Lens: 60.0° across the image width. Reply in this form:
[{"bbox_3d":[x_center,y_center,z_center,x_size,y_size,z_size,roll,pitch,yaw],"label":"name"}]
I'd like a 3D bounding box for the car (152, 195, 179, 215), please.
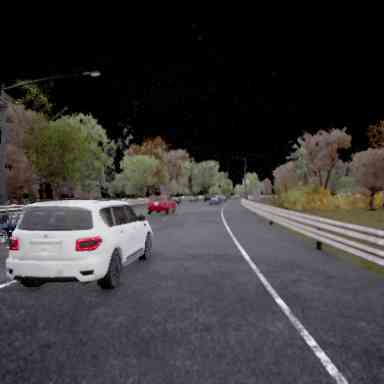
[{"bbox_3d":[-3.211,1.349,35.931,2.150,2.045,5.566,0,0,7],"label":"car"}]

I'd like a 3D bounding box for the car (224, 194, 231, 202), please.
[{"bbox_3d":[7.942,1.832,83.269,1.812,1.442,4.674,0,0,11],"label":"car"}]

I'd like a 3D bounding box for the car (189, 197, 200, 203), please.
[{"bbox_3d":[0.663,1.869,82.483,2.033,1.411,5.357,0,0,11],"label":"car"}]

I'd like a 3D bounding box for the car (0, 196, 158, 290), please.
[{"bbox_3d":[-2.666,1.235,9.309,2.150,2.045,5.566,0,0,5],"label":"car"}]

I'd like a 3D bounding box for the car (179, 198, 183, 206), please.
[{"bbox_3d":[-2.864,1.749,62.397,1.837,1.490,4.892,0,0,9],"label":"car"}]

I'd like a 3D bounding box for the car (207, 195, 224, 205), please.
[{"bbox_3d":[4.501,1.752,64.017,1.812,1.442,4.674,0,0,9],"label":"car"}]

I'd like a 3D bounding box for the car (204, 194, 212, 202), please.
[{"bbox_3d":[4.309,1.544,82.923,2.150,2.045,5.566,0,0,11],"label":"car"}]
